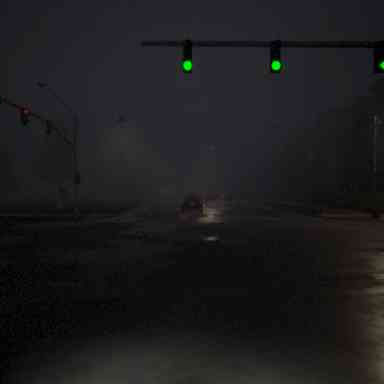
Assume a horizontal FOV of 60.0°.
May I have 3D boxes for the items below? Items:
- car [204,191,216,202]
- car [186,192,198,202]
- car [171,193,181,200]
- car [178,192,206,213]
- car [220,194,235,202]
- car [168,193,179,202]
[{"bbox_3d":[3.483,1.049,63.003,1.837,1.490,4.892,0,0,0],"label":"car"},{"bbox_3d":[-0.018,0.894,63.387,2.097,1.767,4.553,0,0,0],"label":"car"},{"bbox_3d":[-3.521,0.943,73.417,1.994,1.385,4.181,0,0,0],"label":"car"},{"bbox_3d":[-0.007,1.112,33.177,2.097,1.767,4.553,0,0,0],"label":"car"},{"bbox_3d":[6.982,1.142,63.452,1.895,1.301,4.718,0,0,0],"label":"car"},{"bbox_3d":[-3.518,1.143,63.448,1.895,1.301,4.718,0,0,0],"label":"car"}]
